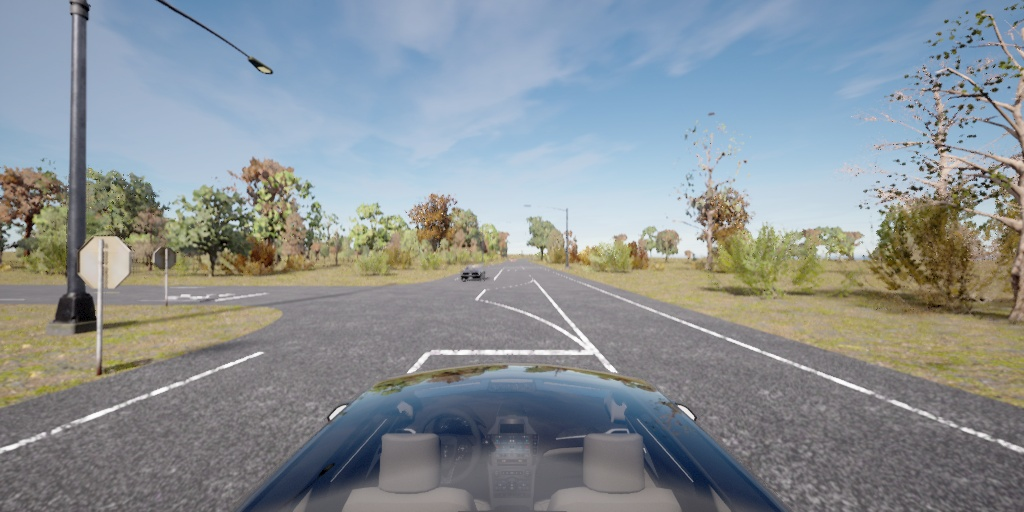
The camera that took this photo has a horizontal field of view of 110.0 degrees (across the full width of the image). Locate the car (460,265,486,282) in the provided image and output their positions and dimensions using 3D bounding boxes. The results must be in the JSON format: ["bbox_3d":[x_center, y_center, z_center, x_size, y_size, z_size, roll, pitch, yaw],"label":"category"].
[{"bbox_3d":[-3.335,1.467,31.161,1.895,1.301,4.718,0,0,0],"label":"car"}]
